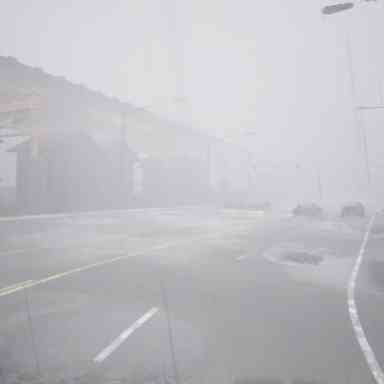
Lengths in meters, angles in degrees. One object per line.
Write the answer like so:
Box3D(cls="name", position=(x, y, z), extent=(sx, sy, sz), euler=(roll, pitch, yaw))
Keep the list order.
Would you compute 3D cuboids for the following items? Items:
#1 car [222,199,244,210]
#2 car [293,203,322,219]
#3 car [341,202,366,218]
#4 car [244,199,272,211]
Box3D(cls="car", position=(5.553, 1.544, 43.259), extent=(1.994, 1.385, 4.181), euler=(1, 0, 30))
Box3D(cls="car", position=(10.777, 1.699, 30.834), extent=(1.895, 1.301, 4.718), euler=(1, 0, 29))
Box3D(cls="car", position=(15.690, 1.701, 32.414), extent=(1.812, 1.442, 4.674), euler=(1, 0, 29))
Box3D(cls="car", position=(8.473, 1.597, 41.313), extent=(1.994, 1.385, 4.181), euler=(1, 0, 30))
